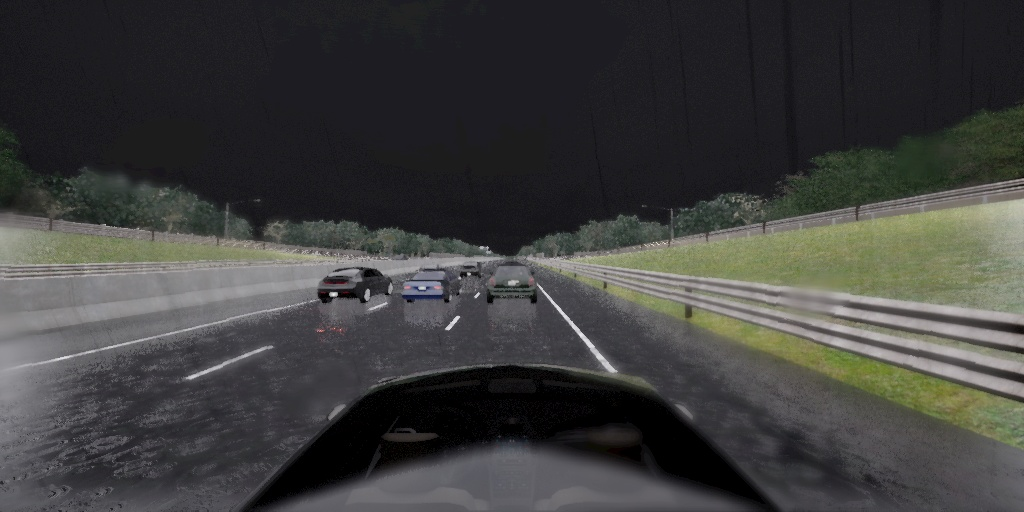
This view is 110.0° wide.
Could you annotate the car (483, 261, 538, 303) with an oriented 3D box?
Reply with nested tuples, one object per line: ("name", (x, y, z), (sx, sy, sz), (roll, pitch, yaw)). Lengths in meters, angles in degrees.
("car", (0.001, 1.097, 16.464), (2.097, 1.767, 4.553), (0, 0, 0))

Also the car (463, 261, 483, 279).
("car", (-3.467, 1.212, 31.473), (1.837, 1.490, 4.892), (0, 0, 0))

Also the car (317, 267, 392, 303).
("car", (-6.999, 1.247, 16.498), (1.837, 1.490, 4.892), (0, 0, 0))

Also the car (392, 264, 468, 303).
("car", (-3.499, 1.294, 16.496), (2.033, 1.411, 5.357), (0, 0, 0))
